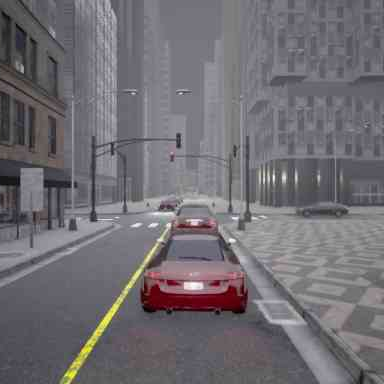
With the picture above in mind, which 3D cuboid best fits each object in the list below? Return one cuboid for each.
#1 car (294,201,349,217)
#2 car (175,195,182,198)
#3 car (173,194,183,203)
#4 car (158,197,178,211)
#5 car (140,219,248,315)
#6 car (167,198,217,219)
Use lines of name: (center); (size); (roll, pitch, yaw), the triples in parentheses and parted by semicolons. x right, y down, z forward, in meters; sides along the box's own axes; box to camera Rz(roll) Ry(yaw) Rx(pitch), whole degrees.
car: (11.760, 1.542, 30.318); (4.674, 1.442, 1.812); (0, 0, 1)
car: (-3.063, 1.579, 50.935); (2.033, 1.411, 5.357); (0, 0, 0)
car: (-2.959, 1.411, 70.933); (2.097, 1.767, 4.553); (0, 0, 0)
car: (-3.072, 1.622, 41.283); (1.895, 1.301, 4.718); (0, 0, 0)
car: (0.088, 1.565, 7.654); (1.994, 1.385, 4.181); (0, 0, 2)
car: (0.161, 1.355, 16.275); (2.097, 1.767, 4.553); (0, 0, 2)
